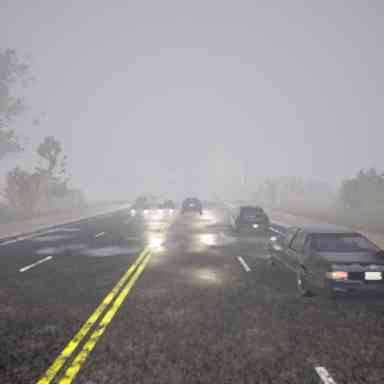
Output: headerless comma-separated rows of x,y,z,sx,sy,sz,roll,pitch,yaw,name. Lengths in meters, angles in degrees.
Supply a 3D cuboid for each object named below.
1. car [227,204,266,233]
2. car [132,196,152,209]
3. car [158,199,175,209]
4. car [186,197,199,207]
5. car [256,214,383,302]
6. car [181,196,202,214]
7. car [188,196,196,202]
3.246,1.495,19.480,1.837,1.490,4.892,0,0,0,car
-6.508,1.331,43.592,2.097,1.767,4.553,0,0,0,car
-3.258,1.547,43.560,1.994,1.385,4.181,0,0,0,car
0.090,1.504,52.290,2.033,1.411,5.357,0,0,0,car
3.248,1.545,8.480,2.033,1.411,5.357,0,0,0,car
-0.010,1.330,34.946,2.097,1.767,4.553,0,0,0,car
-0.014,1.525,73.906,1.895,1.301,4.718,0,0,0,car
